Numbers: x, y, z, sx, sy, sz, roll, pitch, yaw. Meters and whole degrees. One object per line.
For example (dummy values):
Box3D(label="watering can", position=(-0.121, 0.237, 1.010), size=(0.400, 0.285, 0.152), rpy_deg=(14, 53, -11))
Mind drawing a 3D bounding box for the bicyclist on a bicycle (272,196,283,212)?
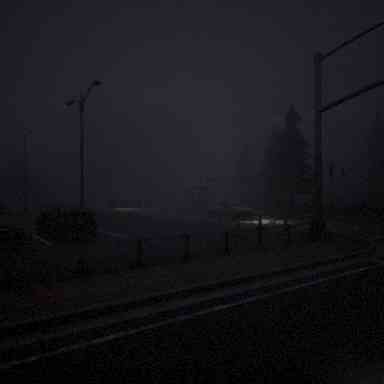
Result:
Box3D(label="bicyclist on a bicycle", position=(8.402, 1.185, 32.550), size=(1.656, 1.620, 0.582), rpy_deg=(-1, 0, -36))

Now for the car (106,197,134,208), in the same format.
Box3D(label="car", position=(-10.160, 1.426, 45.244), size=(1.837, 1.490, 4.892), rpy_deg=(0, 0, -36))

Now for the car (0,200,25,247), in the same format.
Box3D(label="car", position=(-8.445, 1.326, 13.739), size=(2.152, 1.636, 5.027), rpy_deg=(0, 0, -36))

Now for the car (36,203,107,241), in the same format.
Box3D(label="car", position=(-5.933, 1.321, 15.618), size=(2.007, 1.523, 4.514), rpy_deg=(0, 0, -36))

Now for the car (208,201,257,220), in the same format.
Box3D(label="car", position=(3.160, 1.444, 27.087), size=(1.812, 1.442, 4.674), rpy_deg=(0, 0, -37))

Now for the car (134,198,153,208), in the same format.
Box3D(label="car", position=(-7.510, 1.504, 47.637), size=(1.895, 1.301, 4.718), rpy_deg=(0, 0, -36))

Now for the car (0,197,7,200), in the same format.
Box3D(label="car", position=(-21.181, 1.356, 36.719), size=(1.845, 1.501, 3.633), rpy_deg=(0, 0, -36))
